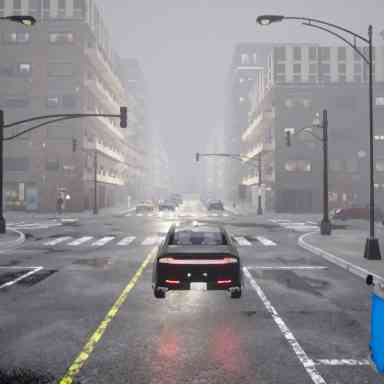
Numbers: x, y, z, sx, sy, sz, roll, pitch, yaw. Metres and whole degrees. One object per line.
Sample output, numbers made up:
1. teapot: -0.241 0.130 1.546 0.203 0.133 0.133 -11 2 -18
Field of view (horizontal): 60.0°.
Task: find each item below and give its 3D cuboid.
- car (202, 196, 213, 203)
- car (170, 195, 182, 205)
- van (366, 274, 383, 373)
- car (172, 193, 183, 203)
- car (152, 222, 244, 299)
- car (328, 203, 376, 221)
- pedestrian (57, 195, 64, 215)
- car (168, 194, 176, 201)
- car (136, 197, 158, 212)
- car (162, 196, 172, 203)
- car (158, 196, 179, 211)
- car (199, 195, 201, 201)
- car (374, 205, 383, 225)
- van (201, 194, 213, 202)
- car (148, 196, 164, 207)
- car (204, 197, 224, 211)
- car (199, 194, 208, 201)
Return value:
1. car: 2.821 1.567 45.554 2.008 1.369 4.403 1 0 0
2. car: -2.961 1.544 50.813 1.812 1.442 4.674 0 0 0
3. van: 2.679 1.342 1.965 1.690 1.788 3.998 1 0 0
4. car: -2.902 1.245 61.551 2.150 2.045 5.566 0 0 1
5. car: 0.123 1.494 8.454 2.128 1.511 4.902 0 0 0
6. car: 13.715 1.608 28.068 4.097 1.590 1.967 0 -1 1
7. pedestrian: -12.457 1.217 31.392 0.375 1.860 0.375 0 -1 1
8. car: -5.439 1.480 90.717 1.967 1.590 4.097 1 0 0
9. car: -5.573 1.539 39.763 1.752 1.417 4.829 1 0 0
10. car: -5.485 1.575 73.789 1.887 1.381 4.507 1 0 0
11. car: -2.995 1.562 40.910 2.033 1.411 5.357 0 0 0
12. car: 2.881 1.552 68.294 1.752 1.417 4.829 1 0 0
13. car: 13.590 1.583 19.687 4.313 1.339 1.947 0 -1 1
14. van: 2.854 1.362 56.838 1.690 1.788 3.998 1 0 0
15. car: -5.542 1.459 51.218 1.967 1.590 4.097 1 0 0
16. car: 2.807 1.580 39.911 1.947 1.339 4.313 1 0 0
17. car: 2.928 1.352 85.051 2.192 1.841 5.009 1 0 0
